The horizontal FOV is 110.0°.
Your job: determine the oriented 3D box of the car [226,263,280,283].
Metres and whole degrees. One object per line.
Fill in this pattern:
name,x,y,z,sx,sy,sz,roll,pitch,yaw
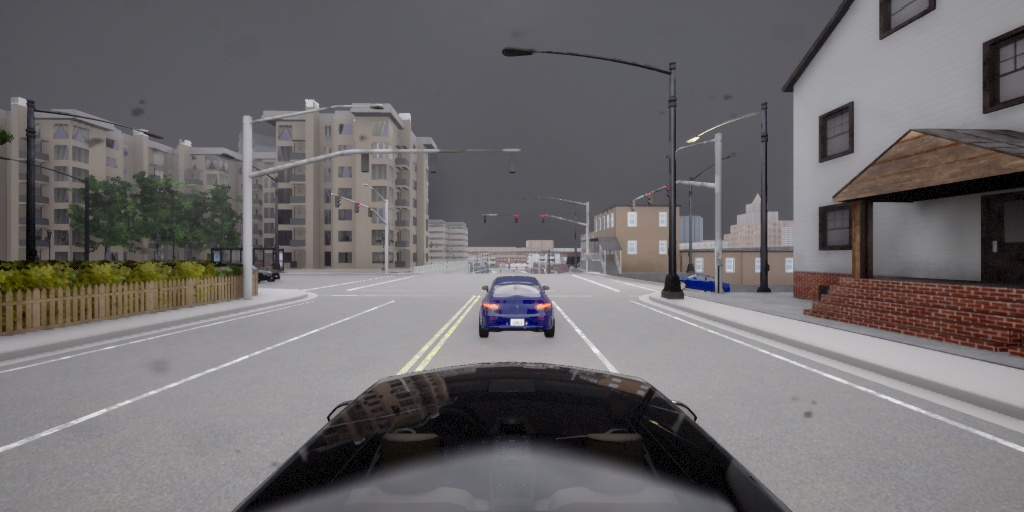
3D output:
car,-19.886,1.255,26.595,4.892,1.490,1.837,0,0,1

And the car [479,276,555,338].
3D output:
car,0.110,1.276,10.098,1.812,1.442,4.674,0,0,0

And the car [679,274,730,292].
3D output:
car,15.377,2.209,29.782,5.008,1.535,1.882,9,0,1
